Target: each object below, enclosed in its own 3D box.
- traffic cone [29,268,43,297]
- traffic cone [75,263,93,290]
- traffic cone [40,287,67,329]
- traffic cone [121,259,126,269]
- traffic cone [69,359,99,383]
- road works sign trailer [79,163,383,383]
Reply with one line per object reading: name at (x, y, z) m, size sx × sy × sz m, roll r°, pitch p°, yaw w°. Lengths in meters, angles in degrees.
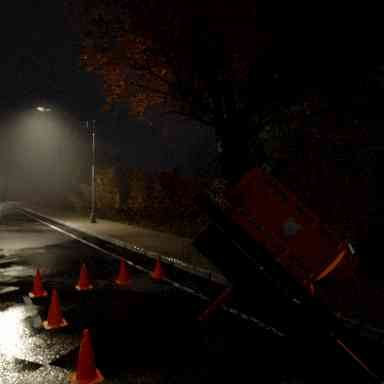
traffic cone at (-3.433, 1.990, 7.421) m, size 0.340 × 0.580 × 0.340 m, roll 0°, pitch 0°, yaw -32°
traffic cone at (-2.590, 1.995, 7.957) m, size 0.340 × 0.580 × 0.340 m, roll 0°, pitch 0°, yaw -32°
traffic cone at (-2.360, 1.984, 5.733) m, size 0.340 × 0.580 × 0.340 m, roll 0°, pitch 0°, yaw -32°
traffic cone at (-1.746, 2.000, 8.494) m, size 0.340 × 0.580 × 0.340 m, roll 0°, pitch 0°, yaw -32°
traffic cone at (-1.287, 1.977, 4.046) m, size 0.340 × 0.580 × 0.340 m, roll 0°, pitch 0°, yaw -32°
road works sign trailer at (0.943, 1.120, 4.428) m, size 2.380 × 2.880 × 3.560 m, roll 43°, pitch 3°, yaw 8°
